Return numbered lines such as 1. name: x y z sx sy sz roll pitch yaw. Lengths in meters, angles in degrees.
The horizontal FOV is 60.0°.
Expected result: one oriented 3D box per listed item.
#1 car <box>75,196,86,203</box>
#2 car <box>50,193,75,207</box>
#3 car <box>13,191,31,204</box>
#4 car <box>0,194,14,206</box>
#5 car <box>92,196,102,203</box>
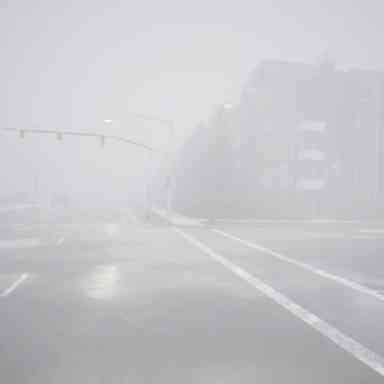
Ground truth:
1. car: -23.639 1.494 70.384 1.812 1.442 4.674 2 -1 -12
2. car: -18.837 1.123 47.863 2.150 2.045 5.566 2 -1 -12
3. car: -28.755 0.915 55.705 2.150 2.045 5.566 2 -1 -12
4. car: -26.685 1.208 45.527 2.033 1.411 5.357 2 -1 -11
5. car: -20.020 1.594 70.169 2.128 1.511 4.902 2 -1 -12
